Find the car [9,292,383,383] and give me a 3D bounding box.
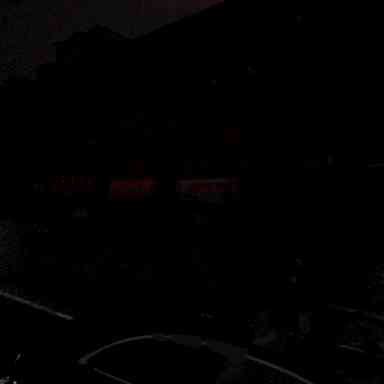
[{"bbox_3d":[0.255,1.546,2.639,4.403,1.369,2.008,0,-1,35],"label":"car"}]
